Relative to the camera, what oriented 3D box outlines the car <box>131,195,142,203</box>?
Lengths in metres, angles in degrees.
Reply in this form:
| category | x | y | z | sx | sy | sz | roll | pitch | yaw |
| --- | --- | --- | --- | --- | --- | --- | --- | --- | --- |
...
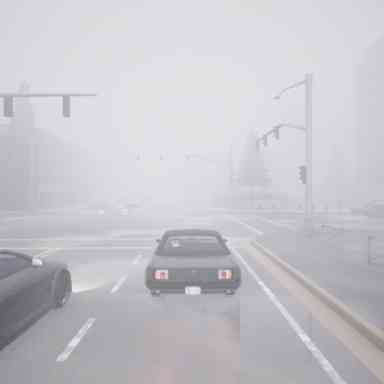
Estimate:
| category | x | y | z | sx | sy | sz | roll | pitch | yaw |
| --- | --- | --- | --- | --- | --- | --- | --- | --- | --- |
| car | -12.450 | 1.552 | 75.128 | 1.837 | 1.490 | 4.892 | 0 | 0 | -1 |

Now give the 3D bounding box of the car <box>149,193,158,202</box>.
| category | x | y | z | sx | sy | sz | roll | pitch | yaw |
| --- | --- | --- | --- | --- | --- | --- | --- | --- | --- |
| car | -8.991 | 1.213 | 76.732 | 2.150 | 2.045 | 5.566 | 0 | 0 | -1 |

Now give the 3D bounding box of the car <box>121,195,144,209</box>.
| category | x | y | z | sx | sy | sz | roll | pitch | yaw |
| --- | --- | --- | --- | --- | --- | --- | --- | --- | --- |
| car | -8.310 | 1.572 | 46.886 | 1.812 | 1.442 | 4.674 | 0 | 0 | -1 |

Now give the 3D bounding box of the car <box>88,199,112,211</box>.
| category | x | y | z | sx | sy | sz | roll | pitch | yaw |
| --- | --- | --- | --- | --- | --- | --- | --- | --- | --- |
| car | -11.713 | 1.589 | 42.750 | 2.033 | 1.411 | 5.357 | 0 | 0 | -1 |

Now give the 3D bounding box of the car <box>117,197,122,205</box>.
| category | x | y | z | sx | sy | sz | roll | pitch | yaw |
| --- | --- | --- | --- | --- | --- | --- | --- | --- | --- |
| car | -12.112 | 1.551 | 59.209 | 2.128 | 1.511 | 4.902 | 0 | 0 | -1 |

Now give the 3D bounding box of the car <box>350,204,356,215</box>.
| category | x | y | z | sx | sy | sz | roll | pitch | yaw |
| --- | --- | --- | --- | --- | --- | --- | --- | --- | --- |
| car | 17.835 | 1.383 | 32.327 | 4.553 | 1.767 | 2.097 | 0 | 0 | -2 |

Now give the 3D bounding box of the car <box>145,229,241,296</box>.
| category | x | y | z | sx | sy | sz | roll | pitch | yaw |
| --- | --- | --- | --- | --- | --- | --- | --- | --- | --- |
| car | -0.003 | 1.610 | 8.617 | 1.895 | 1.301 | 4.718 | 0 | 0 | -1 |

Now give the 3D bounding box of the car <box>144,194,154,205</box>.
| category | x | y | z | sx | sy | sz | roll | pitch | yaw |
| --- | --- | --- | --- | --- | --- | --- | --- | --- | --- |
| car | -8.646 | 1.608 | 60.898 | 2.033 | 1.411 | 5.357 | 0 | 0 | -1 |

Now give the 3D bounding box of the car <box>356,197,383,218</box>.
| category | x | y | z | sx | sy | sz | roll | pitch | yaw |
| --- | --- | --- | --- | --- | --- | --- | --- | --- | --- |
| car | 17.708 | 1.249 | 28.823 | 5.566 | 2.045 | 2.150 | 0 | 0 | -2 |

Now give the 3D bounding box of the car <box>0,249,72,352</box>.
| category | x | y | z | sx | sy | sz | roll | pitch | yaw |
| --- | --- | --- | --- | --- | --- | --- | --- | --- | --- |
| car | -3.468 | 1.569 | 5.219 | 1.994 | 1.385 | 4.181 | 0 | 0 | 0 |
